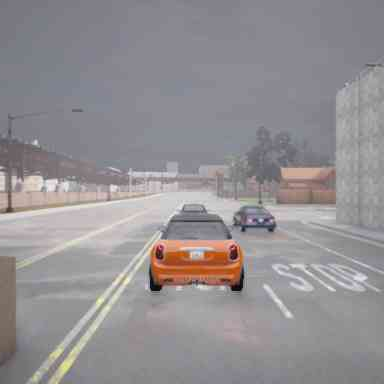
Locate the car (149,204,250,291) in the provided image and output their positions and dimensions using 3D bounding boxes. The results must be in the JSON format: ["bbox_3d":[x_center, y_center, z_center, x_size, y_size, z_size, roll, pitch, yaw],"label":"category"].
[{"bbox_3d":[0.100,1.344,9.123,2.097,1.767,4.553,0,0,0],"label":"car"}]

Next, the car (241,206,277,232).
[{"bbox_3d":[3.599,1.530,19.881,2.033,1.411,5.357,0,0,0],"label":"car"}]

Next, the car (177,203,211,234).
[{"bbox_3d":[0.100,1.487,20.266,1.837,1.490,4.892,0,0,0],"label":"car"}]
